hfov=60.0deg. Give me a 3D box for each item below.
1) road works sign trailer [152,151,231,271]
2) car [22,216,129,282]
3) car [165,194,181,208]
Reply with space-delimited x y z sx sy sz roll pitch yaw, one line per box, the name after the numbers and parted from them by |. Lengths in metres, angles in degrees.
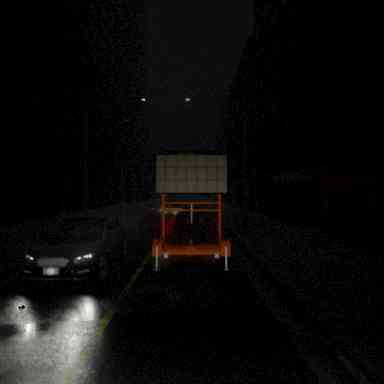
-0.014 0.467 10.914 2.380 3.560 2.880 0 0 0 | road works sign trailer
-3.112 1.494 9.794 2.128 1.511 4.902 0 0 0 | car
-3.071 1.257 48.346 2.150 2.045 5.566 0 0 0 | car
